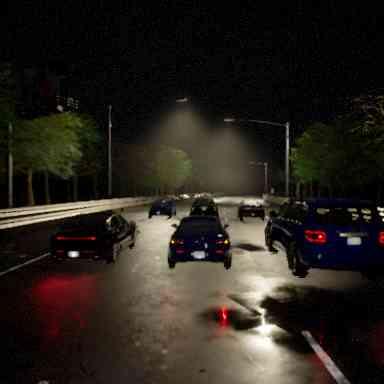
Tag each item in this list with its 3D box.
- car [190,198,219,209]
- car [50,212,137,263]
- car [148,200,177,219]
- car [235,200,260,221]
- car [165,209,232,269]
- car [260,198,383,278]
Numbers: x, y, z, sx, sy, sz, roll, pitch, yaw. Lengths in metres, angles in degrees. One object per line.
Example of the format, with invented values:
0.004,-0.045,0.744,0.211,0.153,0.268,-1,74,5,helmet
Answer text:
1.010,1.238,26.009,2.097,1.767,4.553,0,0,4,car
-3.202,1.450,11.668,1.837,1.490,4.892,0,1,2,car
-2.383,1.402,27.524,1.812,1.442,4.674,0,0,4,car
4.526,1.383,26.130,2.128,1.511,4.902,0,0,4,car
0.267,1.478,10.916,1.812,1.442,4.674,0,-1,2,car
3.742,1.180,10.157,2.150,2.045,5.566,0,0,2,car
